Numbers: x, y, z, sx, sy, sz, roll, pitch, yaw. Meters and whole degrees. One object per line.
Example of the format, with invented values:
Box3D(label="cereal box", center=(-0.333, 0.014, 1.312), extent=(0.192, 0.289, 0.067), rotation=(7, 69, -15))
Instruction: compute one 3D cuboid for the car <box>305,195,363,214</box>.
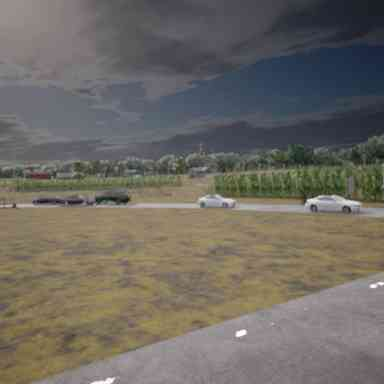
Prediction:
Box3D(label="car", center=(12.106, 1.000, 28.621), extent=(1.812, 1.442, 4.674), rotation=(-4, 3, -42))

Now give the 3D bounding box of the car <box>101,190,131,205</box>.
Box3D(label="car", center=(-11.476, 0.753, 47.668), extent=(5.566, 2.045, 2.150), rotation=(-1, 2, 18))

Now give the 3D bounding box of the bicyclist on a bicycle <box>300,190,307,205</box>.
Box3D(label="bicyclist on a bicycle", center=(12.481, 0.640, 37.198), extent=(0.582, 1.620, 1.656), rotation=(0, 2, 43))

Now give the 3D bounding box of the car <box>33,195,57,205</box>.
Box3D(label="car", center=(-21.525, 1.171, 49.965), extent=(4.674, 1.442, 1.812), rotation=(-1, 2, 7))

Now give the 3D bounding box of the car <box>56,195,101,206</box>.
Box3D(label="car", center=(-15.705, 1.191, 46.087), extent=(4.892, 1.490, 1.837), rotation=(-1, 2, 14))

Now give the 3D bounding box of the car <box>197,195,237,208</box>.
Box3D(label="car", center=(2.770, 1.023, 37.286), extent=(4.674, 1.442, 1.812), rotation=(0, 3, 34))
